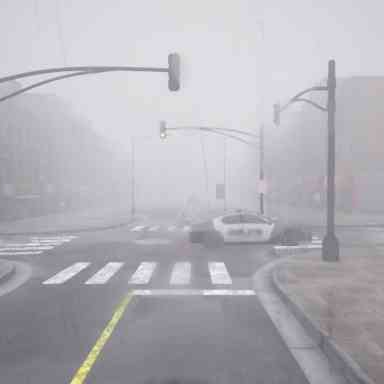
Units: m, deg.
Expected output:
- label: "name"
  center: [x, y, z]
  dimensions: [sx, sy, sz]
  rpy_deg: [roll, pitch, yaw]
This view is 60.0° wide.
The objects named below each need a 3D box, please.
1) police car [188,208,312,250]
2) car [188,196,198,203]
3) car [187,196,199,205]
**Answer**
- label: "police car"
  center: [2.307, 1.490, 13.811]
  dimensions: [4.974, 1.542, 2.038]
  rpy_deg: [-2, 1, 0]
- label: "car"
  center: [0.244, 1.532, 68.738]
  dimensions: [2.033, 1.411, 5.357]
  rpy_deg: [0, 0, 0]
- label: "car"
  center: [0.207, 1.511, 58.316]
  dimensions: [1.837, 1.490, 4.892]
  rpy_deg: [0, 0, 0]
